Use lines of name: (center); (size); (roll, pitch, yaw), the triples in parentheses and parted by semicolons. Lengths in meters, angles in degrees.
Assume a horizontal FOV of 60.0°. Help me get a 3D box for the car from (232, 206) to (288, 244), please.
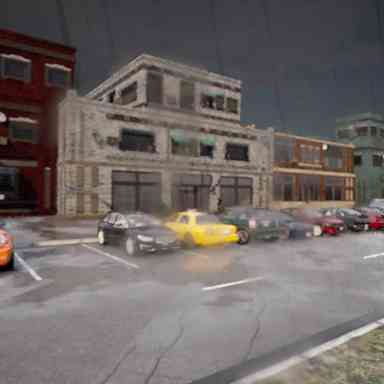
car: (2.125, 1.494, 16.751); (2.185, 1.767, 4.553); (1, -1, -36)

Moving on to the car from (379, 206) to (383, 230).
car: (11.138, 1.804, 23.238); (2.163, 1.488, 4.792); (1, -1, -35)

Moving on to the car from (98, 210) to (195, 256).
car: (-2.329, 1.548, 13.622); (2.231, 1.521, 4.892); (1, -1, -35)

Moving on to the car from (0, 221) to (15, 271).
car: (-6.933, 1.350, 10.298); (2.185, 1.767, 4.553); (1, 0, -35)

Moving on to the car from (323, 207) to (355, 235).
car: (6.625, 1.695, 19.995); (2.097, 1.535, 5.008); (1, -1, -35)

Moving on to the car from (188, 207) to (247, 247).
car: (-0.168, 1.580, 15.380); (1.946, 1.575, 5.366); (1, -1, -35)

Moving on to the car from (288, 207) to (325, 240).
car: (4.381, 1.686, 18.356); (2.163, 1.488, 4.792); (1, -1, -35)

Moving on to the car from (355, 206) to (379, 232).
car: (8.896, 1.736, 21.598); (2.231, 1.521, 4.892); (1, -1, -35)
